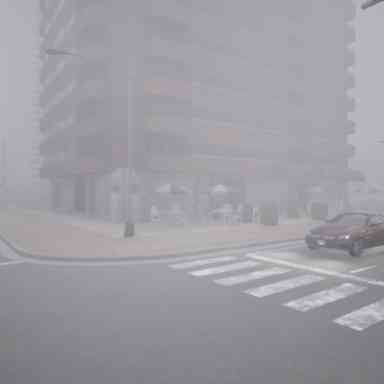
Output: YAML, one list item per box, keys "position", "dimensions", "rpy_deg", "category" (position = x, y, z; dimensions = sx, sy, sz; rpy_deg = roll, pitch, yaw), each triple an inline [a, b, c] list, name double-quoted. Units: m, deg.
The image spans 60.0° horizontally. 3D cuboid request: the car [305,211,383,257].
- position: [6.365, 1.478, 12.824]
  dimensions: [4.674, 1.442, 1.812]
  rpy_deg: [0, 0, -35]
  category: "car"
